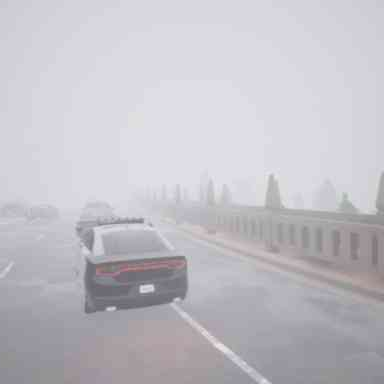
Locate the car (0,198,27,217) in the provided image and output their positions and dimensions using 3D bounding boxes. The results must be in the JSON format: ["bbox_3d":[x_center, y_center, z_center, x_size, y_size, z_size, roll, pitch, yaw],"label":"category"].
[{"bbox_3d":[-17.291,1.637,32.856,1.837,1.490,4.892,-1,0,-15],"label":"car"}]

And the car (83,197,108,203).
[{"bbox_3d":[-6.043,1.390,21.470,2.097,1.767,4.553,-1,0,-15],"label":"car"}]

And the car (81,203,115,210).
[{"bbox_3d":[-4.569,1.507,16.064,1.882,1.535,5.008,-1,0,-16],"label":"car"}]

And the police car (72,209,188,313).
[{"bbox_3d":[-1.741,1.434,7.999,1.930,1.638,5.238,-1,0,-22],"label":"police car"}]

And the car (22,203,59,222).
[{"bbox_3d":[-12.242,1.691,27.496,1.895,1.301,4.718,-1,0,-15],"label":"car"}]

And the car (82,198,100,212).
[{"bbox_3d":[-12.672,1.592,41.868,1.837,1.490,4.892,-1,0,-14],"label":"car"}]

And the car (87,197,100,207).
[{"bbox_3d":[-16.142,1.615,54.697,1.837,1.490,4.892,-1,0,-15],"label":"car"}]

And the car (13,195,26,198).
[{"bbox_3d":[-32.533,1.620,62.504,2.150,2.045,5.566,-1,-1,-15],"label":"car"}]
